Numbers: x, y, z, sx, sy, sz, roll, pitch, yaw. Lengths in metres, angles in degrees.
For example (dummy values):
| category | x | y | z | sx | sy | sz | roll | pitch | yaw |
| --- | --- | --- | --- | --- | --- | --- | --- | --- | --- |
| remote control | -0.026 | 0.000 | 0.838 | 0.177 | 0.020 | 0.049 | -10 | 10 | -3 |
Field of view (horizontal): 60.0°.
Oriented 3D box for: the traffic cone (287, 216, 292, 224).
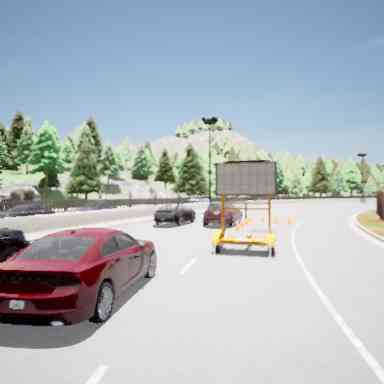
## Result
| category | x | y | z | sx | sy | sz | roll | pitch | yaw |
| --- | --- | --- | --- | --- | --- | --- | --- | --- | --- |
| traffic cone | 7.405 | 2.114 | 25.251 | 0.340 | 0.580 | 0.340 | 0 | 0 | 17 |

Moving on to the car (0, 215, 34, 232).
| category | x | y | z | sx | sy | sz | roll | pitch | yaw |
| --- | --- | --- | --- | --- | --- | --- | --- | --- | --- |
| car | -5.863 | 1.287 | 6.992 | 2.150 | 2.045 | 5.566 | 0 | 0 | 9 |

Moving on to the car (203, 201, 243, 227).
| category | x | y | z | sx | sy | sz | roll | pitch | yaw |
| --- | --- | --- | --- | --- | --- | --- | --- | --- | --- |
| car | 2.371 | 1.518 | 24.456 | 2.097 | 1.767 | 4.553 | 0 | 0 | 19 |

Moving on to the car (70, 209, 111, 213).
| category | x | y | z | sx | sy | sz | roll | pitch | yaw |
| --- | --- | --- | --- | --- | --- | --- | --- | --- | --- |
| car | -7.946 | 1.565 | 27.343 | 2.097 | 1.767 | 4.553 | 0 | 0 | 21 |

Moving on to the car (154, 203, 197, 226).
| category | x | y | z | sx | sy | sz | roll | pitch | yaw |
| --- | --- | --- | --- | --- | --- | --- | --- | --- | --- |
| car | -1.183 | 1.670 | 24.938 | 2.128 | 1.511 | 4.902 | 0 | 0 | 20 |

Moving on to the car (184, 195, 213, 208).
| category | x | y | z | sx | sy | sz | roll | pitch | yaw |
| --- | --- | --- | --- | --- | --- | --- | --- | --- | --- |
| car | 1.224 | 1.630 | 58.641 | 2.150 | 2.045 | 5.566 | -1 | -1 | 38 |

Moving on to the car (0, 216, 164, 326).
| category | x | y | z | sx | sy | sz | roll | pitch | yaw |
| --- | --- | --- | --- | --- | --- | --- | --- | --- | --- |
| car | -2.221 | 1.536 | 7.401 | 1.882 | 1.535 | 5.008 | 0 | 0 | 9 |

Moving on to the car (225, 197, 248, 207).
| category | x | y | z | sx | sy | sz | roll | pitch | yaw |
| --- | --- | --- | --- | --- | --- | --- | --- | --- | --- |
| car | 8.278 | 1.763 | 61.680 | 2.097 | 1.767 | 4.553 | 0 | -1 | 41 |

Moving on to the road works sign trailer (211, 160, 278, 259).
| category | x | y | z | sx | sy | sz | roll | pitch | yaw |
| --- | --- | --- | --- | --- | --- | --- | --- | --- | --- |
| road works sign trailer | 2.169 | 0.552 | 13.265 | 2.380 | 3.560 | 2.880 | 0 | 0 | 17 |
